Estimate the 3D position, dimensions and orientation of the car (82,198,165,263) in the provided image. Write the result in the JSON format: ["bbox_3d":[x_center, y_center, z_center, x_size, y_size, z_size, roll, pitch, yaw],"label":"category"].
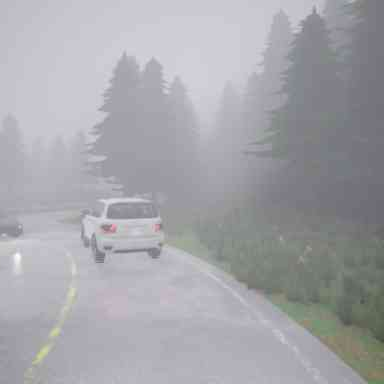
[{"bbox_3d":[-2.747,1.228,12.396,2.150,2.045,5.566,0,0,-24],"label":"car"}]

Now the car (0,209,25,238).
[{"bbox_3d":[-10.300,1.562,17.037,2.033,1.411,5.357,0,0,-43],"label":"car"}]
